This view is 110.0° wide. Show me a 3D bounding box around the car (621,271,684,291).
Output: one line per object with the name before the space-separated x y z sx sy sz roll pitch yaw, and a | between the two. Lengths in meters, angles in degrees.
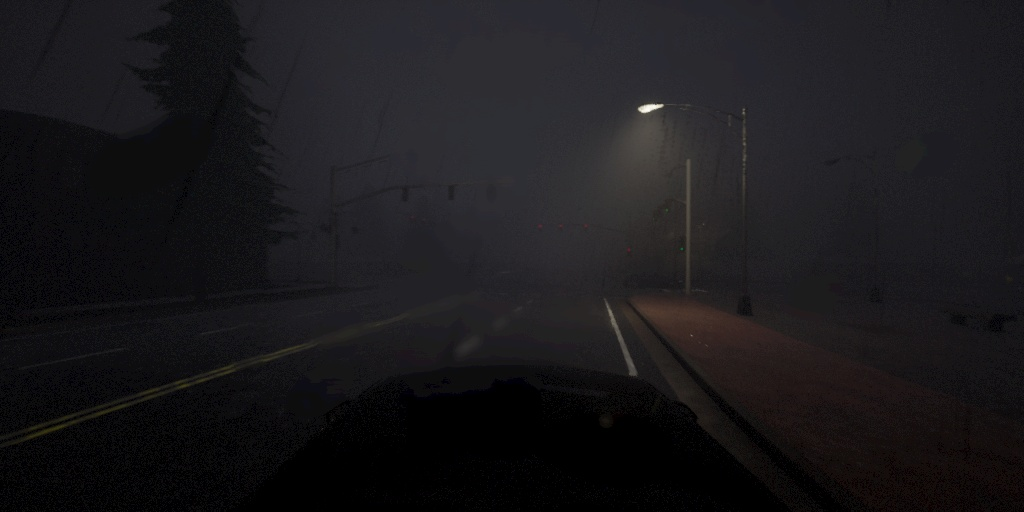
car | 10.042 1.745 25.782 4.181 1.385 1.994 0 -1 13
